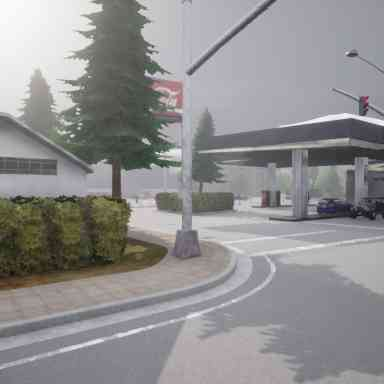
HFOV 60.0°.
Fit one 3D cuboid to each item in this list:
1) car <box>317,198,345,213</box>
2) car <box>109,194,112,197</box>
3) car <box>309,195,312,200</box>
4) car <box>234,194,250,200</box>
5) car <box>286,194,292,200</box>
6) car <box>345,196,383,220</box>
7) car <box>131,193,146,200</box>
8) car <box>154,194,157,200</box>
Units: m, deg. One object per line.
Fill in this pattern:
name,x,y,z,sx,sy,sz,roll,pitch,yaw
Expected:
car,15.285,1.492,35.349,4.611,1.667,2.242,0,0,-36
car,-17.814,1.309,75.419,2.007,1.523,4.514,0,0,-36
car,28.867,1.366,86.732,2.007,1.523,4.514,0,0,-36
car,12.272,1.341,84.053,1.845,1.501,3.633,0,0,-36
car,26.365,1.356,84.840,2.152,1.636,5.027,0,0,-36
car,15.120,1.323,28.218,3.866,1.878,1.905,0,0,-36
car,-14.019,1.168,87.317,2.152,1.636,5.027,0,0,-36
car,-6.304,1.111,71.426,1.932,1.855,4.605,0,0,-36
